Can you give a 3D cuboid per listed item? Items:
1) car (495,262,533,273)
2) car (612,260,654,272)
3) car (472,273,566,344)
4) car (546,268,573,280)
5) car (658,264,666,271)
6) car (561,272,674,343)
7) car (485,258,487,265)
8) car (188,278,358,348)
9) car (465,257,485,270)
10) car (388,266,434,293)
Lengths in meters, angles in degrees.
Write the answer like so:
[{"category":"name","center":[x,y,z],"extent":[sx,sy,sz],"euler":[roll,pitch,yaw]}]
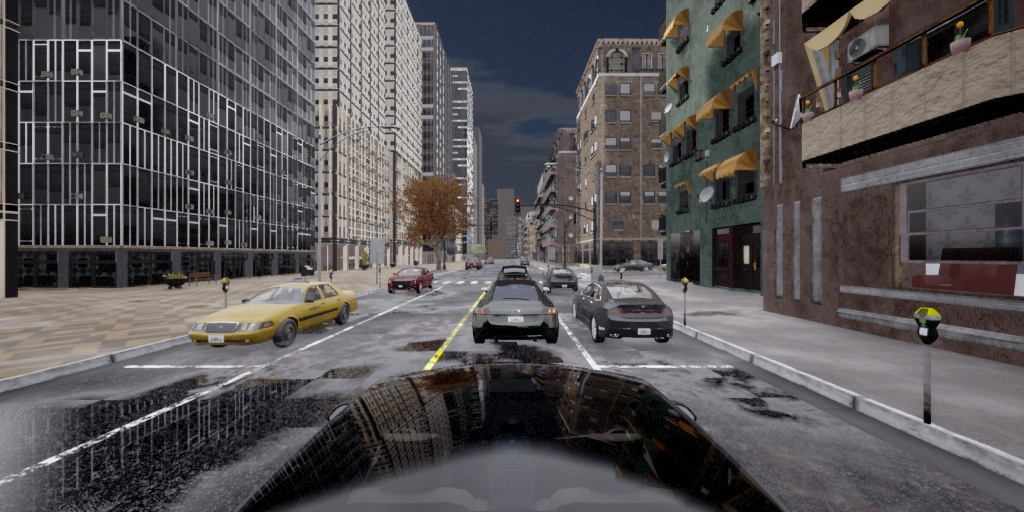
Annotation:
[{"category":"car","center":[0.107,1.259,19.670],"extent":[1.837,1.490,4.892],"euler":[0,0,-1]},{"category":"car","center":[13.440,1.108,39.954],"extent":[4.403,1.370,2.007],"euler":[0,0,-1]},{"category":"car","center":[0.088,1.315,9.621],"extent":[1.994,1.385,4.181],"euler":[0,0,0]},{"category":"car","center":[2.691,1.305,20.539],"extent":[2.007,1.370,4.403],"euler":[0,0,0]},{"category":"car","center":[18.837,1.006,40.008],"extent":[4.829,1.417,1.751],"euler":[0,0,-1]},{"category":"car","center":[2.690,1.301,9.473],"extent":[2.007,1.370,4.403],"euler":[0,0,0]},{"category":"car","center":[-5.684,1.356,58.451],"extent":[1.948,1.339,4.313],"euler":[0,0,0]},{"category":"car","center":[-5.690,1.276,9.305],"extent":[1.751,1.417,4.829],"euler":[0,0,0]},{"category":"car","center":[-5.685,1.098,52.928],"extent":[2.192,1.841,5.009],"euler":[0,0,0]},{"category":"car","center":[-5.689,1.299,20.540],"extent":[1.888,1.381,4.507],"euler":[0,0,0]}]
